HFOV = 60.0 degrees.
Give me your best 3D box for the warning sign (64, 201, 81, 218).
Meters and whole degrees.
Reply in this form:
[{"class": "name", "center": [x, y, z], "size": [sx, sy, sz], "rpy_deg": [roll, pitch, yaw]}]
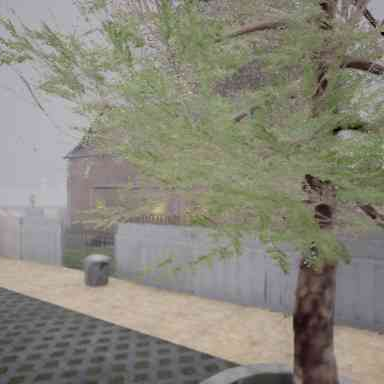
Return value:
[{"class": "warning sign", "center": [-13.406, 1.927, 37.330], "size": [1.300, 1.860, 1.060], "rpy_deg": [2, 1, 20]}]
